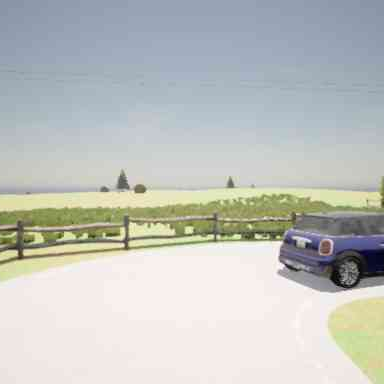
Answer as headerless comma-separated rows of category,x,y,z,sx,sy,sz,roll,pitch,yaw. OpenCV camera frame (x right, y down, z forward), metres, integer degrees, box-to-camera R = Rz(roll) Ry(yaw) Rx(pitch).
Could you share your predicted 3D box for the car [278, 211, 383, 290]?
car,4.692,1.304,8.935,4.553,1.767,2.097,0,0,-20
